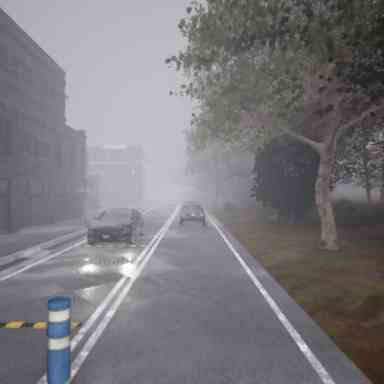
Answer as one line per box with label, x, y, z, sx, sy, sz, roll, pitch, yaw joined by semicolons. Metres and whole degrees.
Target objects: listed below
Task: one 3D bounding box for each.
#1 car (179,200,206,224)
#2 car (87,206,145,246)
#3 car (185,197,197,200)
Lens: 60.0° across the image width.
car;0.032;1.540;24.323;2.033;1.411;5.357;0;0;0
car;-3.385;1.477;15.557;1.882;1.535;5.008;0;0;0
car;-0.162;1.436;42.687;1.882;1.535;5.008;0;0;-1
